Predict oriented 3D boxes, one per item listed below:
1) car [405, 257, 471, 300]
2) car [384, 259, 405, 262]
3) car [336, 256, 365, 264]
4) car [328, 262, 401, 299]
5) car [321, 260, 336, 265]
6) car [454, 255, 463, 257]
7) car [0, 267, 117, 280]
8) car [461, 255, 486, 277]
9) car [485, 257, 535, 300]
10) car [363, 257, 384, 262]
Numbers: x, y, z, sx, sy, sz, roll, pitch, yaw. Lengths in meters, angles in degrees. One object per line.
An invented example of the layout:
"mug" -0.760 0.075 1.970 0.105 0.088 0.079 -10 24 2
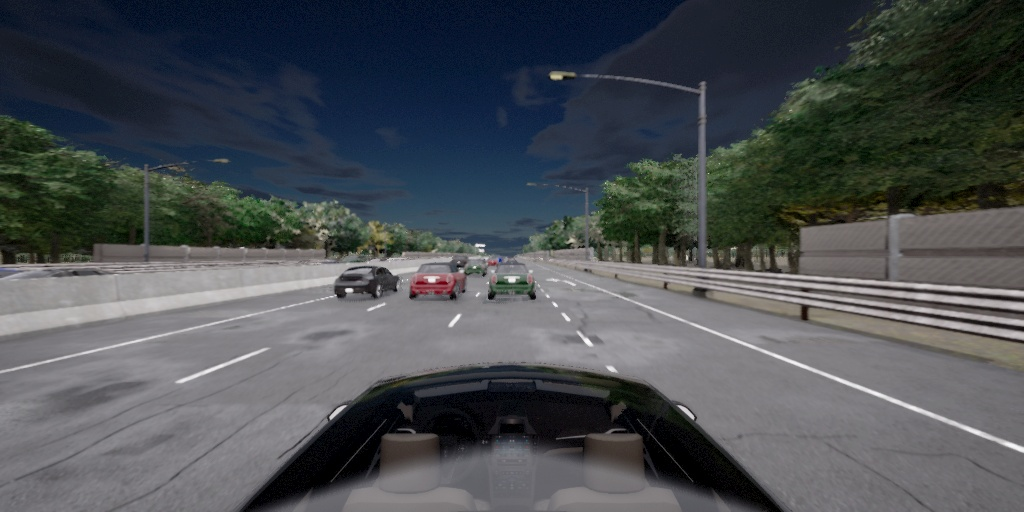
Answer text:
"car" -3.500 1.080 17.786 2.097 1.767 4.553 0 0 0
"car" -17.531 1.203 55.510 2.128 1.511 4.902 0 0 1
"car" -24.519 0.951 55.839 2.150 2.045 5.566 0 0 0
"car" -6.999 1.235 17.837 1.837 1.490 4.892 0 0 0
"car" -28.013 1.282 55.920 1.994 1.385 4.181 0 0 0
"car" -6.999 0.941 49.761 2.150 2.045 5.566 0 0 0
"car" -17.591 1.239 13.639 1.837 1.490 4.892 0 0 0
"car" -3.499 1.082 35.649 2.097 1.767 4.553 0 0 0
"car" -0.001 1.080 17.786 2.097 1.767 4.553 0 0 0
"car" -21.021 1.236 55.993 1.812 1.442 4.674 0 0 0
